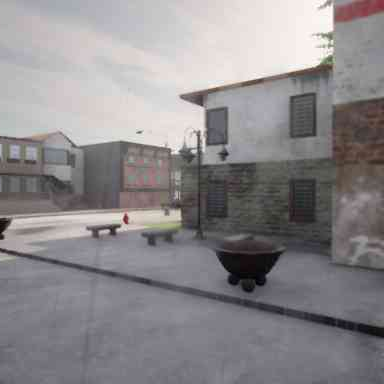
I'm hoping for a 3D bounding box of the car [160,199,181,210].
[{"bbox_3d":[-1.865,1.521,40.949,1.895,1.301,4.718,0,0,36],"label":"car"}]
